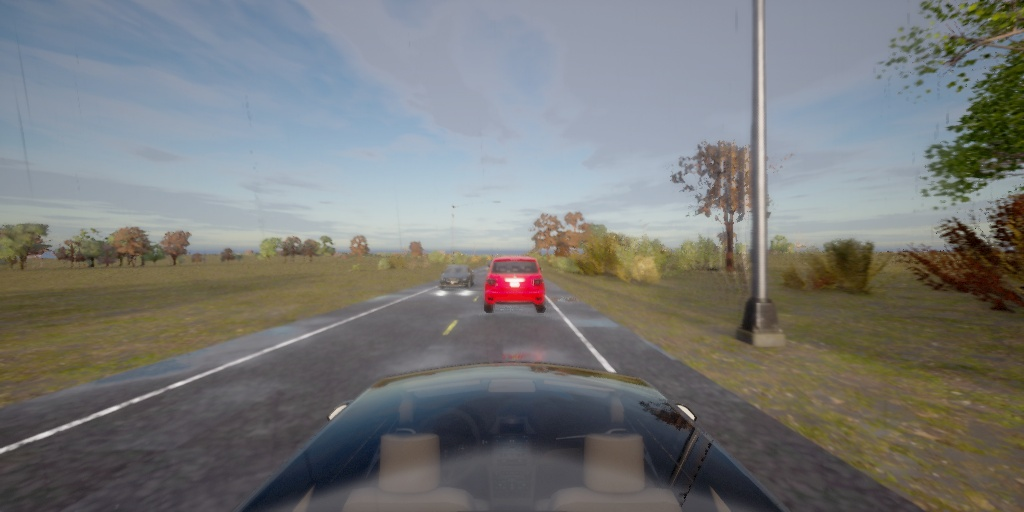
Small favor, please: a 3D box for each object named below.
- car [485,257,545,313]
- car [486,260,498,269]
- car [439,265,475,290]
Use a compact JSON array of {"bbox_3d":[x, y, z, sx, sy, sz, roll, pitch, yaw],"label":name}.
[{"bbox_3d":[0.102,1.049,14.631,2.150,2.045,5.566,0,0,0],"label":"car"},{"bbox_3d":[-3.517,1.569,64.379,1.837,1.490,4.892,0,0,1],"label":"car"},{"bbox_3d":[-3.595,1.383,24.081,1.837,1.490,4.892,0,0,0],"label":"car"}]
